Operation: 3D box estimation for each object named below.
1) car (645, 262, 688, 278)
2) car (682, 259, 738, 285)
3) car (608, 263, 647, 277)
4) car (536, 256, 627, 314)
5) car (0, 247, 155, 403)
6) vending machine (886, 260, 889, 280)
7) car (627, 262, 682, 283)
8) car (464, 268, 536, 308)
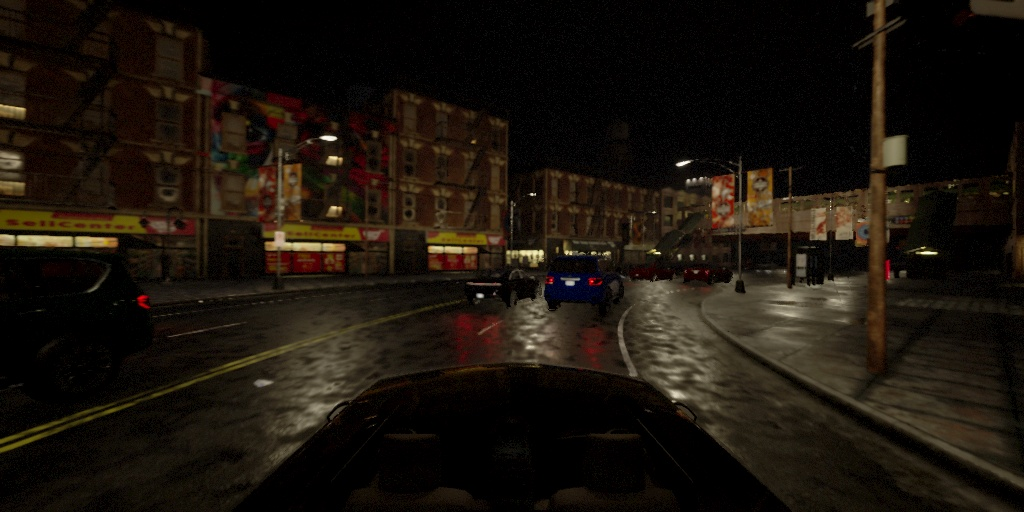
[{"bbox_3d":[16.443,1.420,38.035,5.008,1.535,1.882,1,0,-37],"label":"car"},{"bbox_3d":[15.454,1.276,28.188,4.553,1.767,2.097,1,0,-38],"label":"car"},{"bbox_3d":[12.777,1.472,39.667,4.181,1.385,1.994,1,0,-37],"label":"car"},{"bbox_3d":[3.026,1.012,14.351,2.150,2.045,5.566,0,0,24],"label":"car"},{"bbox_3d":[-6.916,0.906,3.375,2.150,2.045,5.566,0,0,4],"label":"car"},{"bbox_3d":[34.758,1.313,33.644,0.880,2.100,1.100,0,0,-37],"label":"vending machine"},{"bbox_3d":[11.763,1.367,29.774,5.008,1.535,1.882,1,0,-39],"label":"car"},{"bbox_3d":[-0.222,1.251,15.302,2.128,1.511,4.902,0,0,23],"label":"car"}]
